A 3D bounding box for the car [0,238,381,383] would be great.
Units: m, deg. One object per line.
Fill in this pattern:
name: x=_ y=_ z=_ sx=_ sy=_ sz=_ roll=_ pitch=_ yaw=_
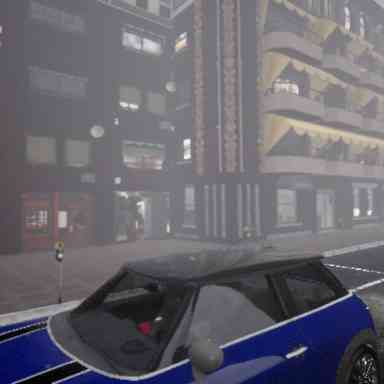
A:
car: x=-0.135 y=1.452 z=3.298 sx=4.553 sy=1.767 sz=2.097 roll=0 pitch=-2 yaw=-37
